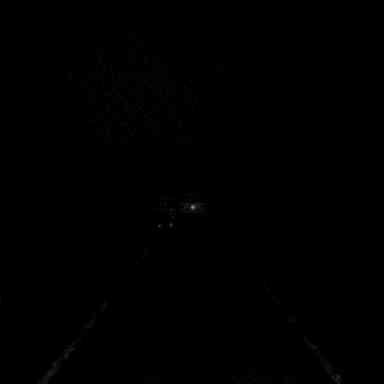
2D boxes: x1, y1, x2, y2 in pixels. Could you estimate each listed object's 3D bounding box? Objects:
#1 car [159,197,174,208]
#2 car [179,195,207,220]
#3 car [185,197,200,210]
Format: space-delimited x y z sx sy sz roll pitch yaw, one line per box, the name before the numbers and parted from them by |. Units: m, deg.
car | -3.528 1.484 46.766 1.837 1.490 4.892 0 0 0
car | 0.111 1.223 28.146 2.150 2.045 5.566 0 0 1
car | 0.110 1.460 44.788 1.882 1.535 5.008 0 0 0
